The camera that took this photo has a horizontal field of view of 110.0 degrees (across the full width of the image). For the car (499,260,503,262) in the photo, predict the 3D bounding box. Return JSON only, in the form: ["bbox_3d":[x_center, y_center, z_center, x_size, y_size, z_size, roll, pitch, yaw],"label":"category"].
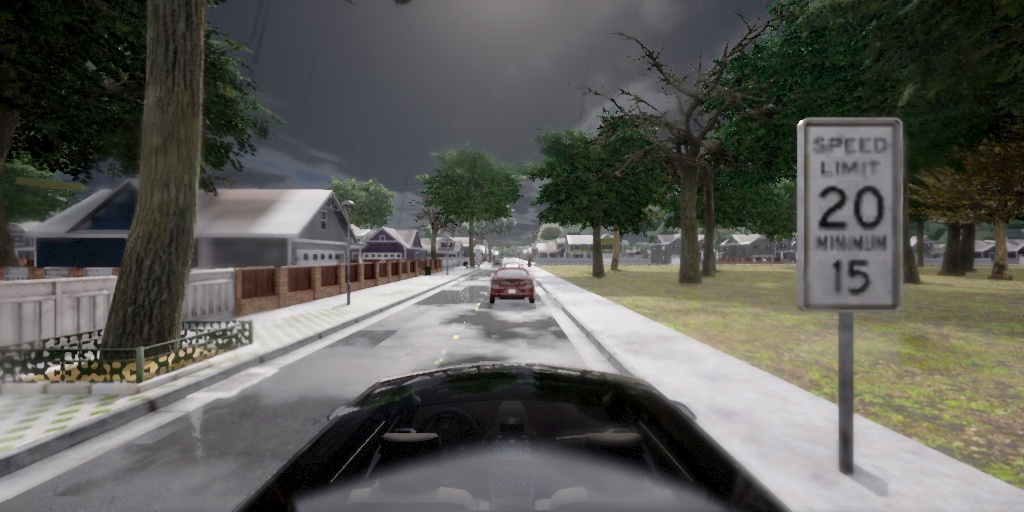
[{"bbox_3d":[0.000,1.321,31.500,1.994,1.385,4.181,0,0,0],"label":"car"}]

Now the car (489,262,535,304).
[{"bbox_3d":[0.000,1.233,16.500,1.882,1.535,5.008,0,0,0],"label":"car"}]
